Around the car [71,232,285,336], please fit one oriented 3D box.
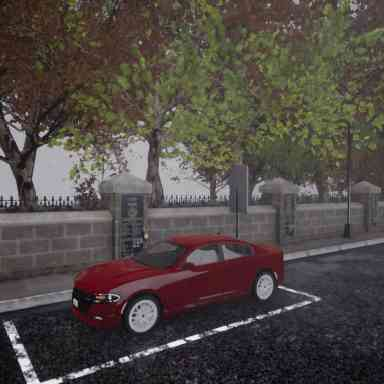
[{"bbox_3d":[-0.052,1.545,6.681,4.507,1.381,1.887,0,0,-36],"label":"car"}]
